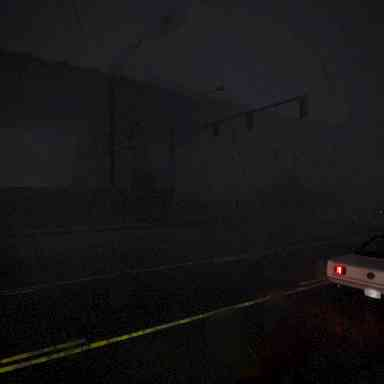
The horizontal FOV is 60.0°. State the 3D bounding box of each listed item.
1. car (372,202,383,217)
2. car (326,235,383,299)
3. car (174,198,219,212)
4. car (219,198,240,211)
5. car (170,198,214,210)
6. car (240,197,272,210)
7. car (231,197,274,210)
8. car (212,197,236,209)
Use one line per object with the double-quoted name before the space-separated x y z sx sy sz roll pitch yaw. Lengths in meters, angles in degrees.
"car" 18.071 1.507 29.784 4.892 1.490 1.837 1 0 -35
"car" 5.180 1.601 7.470 4.718 1.301 1.895 0 0 -35
"car" 0.107 1.453 36.418 4.974 1.542 2.038 0 0 8
"car" 3.852 1.453 39.103 2.038 1.542 4.974 0 0 18
"car" 0.056 1.295 36.425 4.536 1.218 1.853 0 0 8
"car" 7.710 1.295 42.856 4.536 1.218 1.853 0 0 -7
"car" 7.762 1.453 42.863 4.974 1.542 2.038 0 0 -7
"car" 3.868 1.295 39.152 1.853 1.218 4.536 0 0 18
